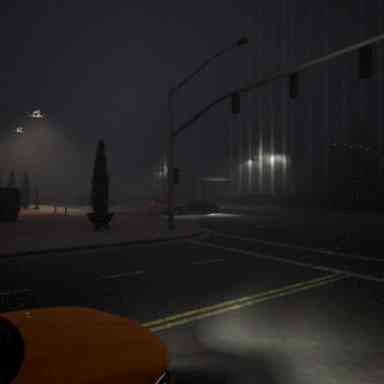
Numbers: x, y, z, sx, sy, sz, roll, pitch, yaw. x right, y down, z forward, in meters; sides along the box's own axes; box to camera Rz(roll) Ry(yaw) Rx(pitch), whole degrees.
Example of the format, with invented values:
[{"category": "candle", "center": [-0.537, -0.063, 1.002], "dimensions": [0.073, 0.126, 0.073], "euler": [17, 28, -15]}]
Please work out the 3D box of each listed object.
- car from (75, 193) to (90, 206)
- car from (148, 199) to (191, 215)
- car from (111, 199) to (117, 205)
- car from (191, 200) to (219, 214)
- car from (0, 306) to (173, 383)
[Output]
[{"category": "car", "center": [-17.136, 1.188, 53.793], "dimensions": [2.150, 2.045, 5.566], "euler": [0, 0, -35]}, {"category": "car", "center": [-2.584, 1.443, 33.587], "dimensions": [1.882, 1.535, 5.008], "euler": [0, 0, -36]}, {"category": "car", "center": [-14.516, 1.506, 56.150], "dimensions": [2.033, 1.411, 5.357], "euler": [0, 0, -35]}, {"category": "car", "center": [0.921, 1.522, 34.714], "dimensions": [1.994, 1.385, 4.181], "euler": [0, 0, -36]}, {"category": "car", "center": [-2.449, 1.480, 2.057], "dimensions": [5.008, 1.535, 1.882], "euler": [0, 0, -35]}]
